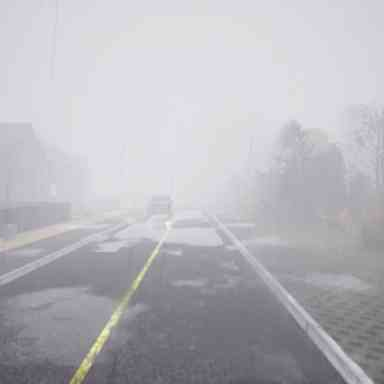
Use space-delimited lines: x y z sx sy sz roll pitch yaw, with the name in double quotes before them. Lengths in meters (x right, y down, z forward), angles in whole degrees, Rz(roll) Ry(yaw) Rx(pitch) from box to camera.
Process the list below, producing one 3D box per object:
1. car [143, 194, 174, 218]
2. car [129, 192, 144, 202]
"car" -2.828 1.245 30.701 2.150 2.045 5.566 0 0 0
"car" -10.911 0.972 67.897 2.150 2.045 5.566 0 0 -35
